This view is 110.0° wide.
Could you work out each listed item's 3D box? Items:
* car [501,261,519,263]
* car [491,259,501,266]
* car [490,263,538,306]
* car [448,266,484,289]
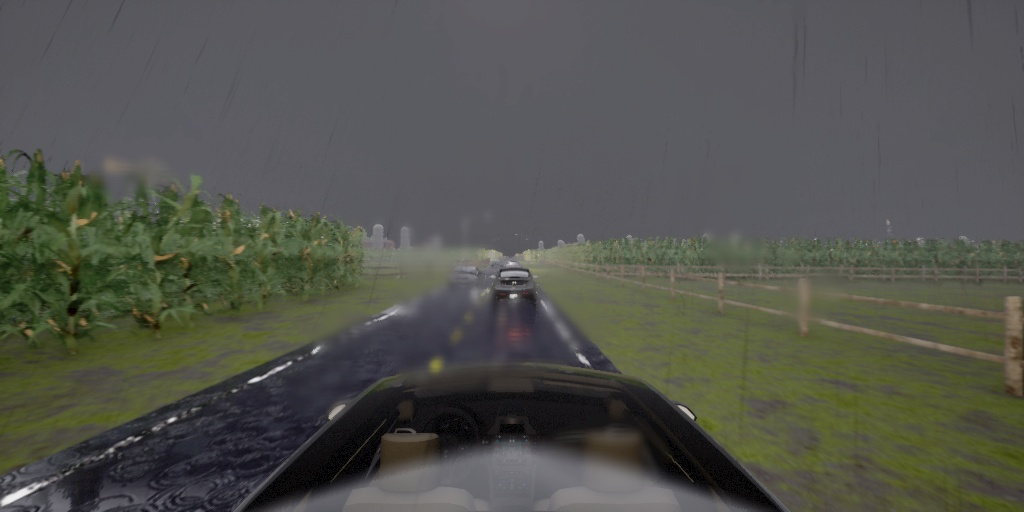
[{"bbox_3d":[0.094,1.278,40.136,2.033,1.411,5.357,0,0,0],"label":"car"},{"bbox_3d":[-2.778,1.249,64.082,2.033,1.411,5.357,0,0,1],"label":"car"},{"bbox_3d":[0.098,1.251,15.775,1.837,1.490,4.892,0,0,0],"label":"car"},{"bbox_3d":[-2.851,1.307,22.978,1.994,1.385,4.181,0,0,0],"label":"car"}]
